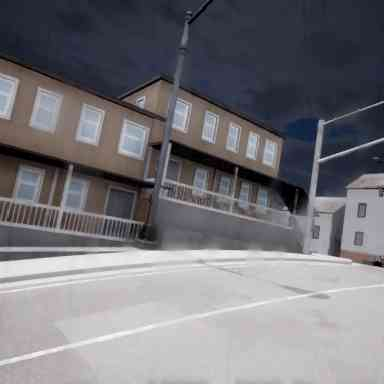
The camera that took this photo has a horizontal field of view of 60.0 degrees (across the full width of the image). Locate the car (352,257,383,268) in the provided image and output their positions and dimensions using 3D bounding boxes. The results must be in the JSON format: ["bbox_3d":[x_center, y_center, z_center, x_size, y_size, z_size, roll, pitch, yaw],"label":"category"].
[{"bbox_3d":[16.032,6.388,29.353,1.895,1.301,4.718,15,-16,-34],"label":"car"}]

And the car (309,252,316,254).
[{"bbox_3d":[10.837,6.154,30.234,1.895,1.301,4.718,14,-17,-34],"label":"car"}]
